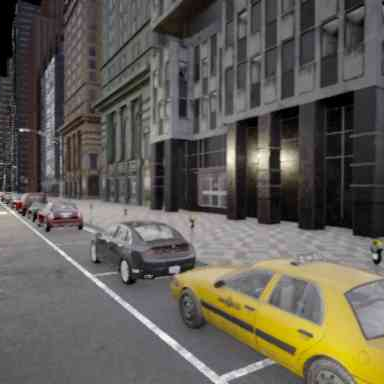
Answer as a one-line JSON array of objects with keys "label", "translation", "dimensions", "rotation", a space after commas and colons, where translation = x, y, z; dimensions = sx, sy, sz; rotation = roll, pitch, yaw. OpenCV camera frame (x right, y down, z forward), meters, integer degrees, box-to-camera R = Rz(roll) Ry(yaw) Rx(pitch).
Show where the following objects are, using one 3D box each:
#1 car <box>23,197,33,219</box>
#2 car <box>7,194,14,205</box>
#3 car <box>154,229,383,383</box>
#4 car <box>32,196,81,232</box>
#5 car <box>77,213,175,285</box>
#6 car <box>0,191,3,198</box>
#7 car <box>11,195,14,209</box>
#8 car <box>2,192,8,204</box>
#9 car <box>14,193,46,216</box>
[{"label": "car", "translation": [-10.511, 1.313, 23.553], "dimensions": [1.947, 1.339, 4.313], "rotation": [0, 1, -32]}, {"label": "car", "translation": [-19.486, 1.153, 37.884], "dimensions": [1.947, 1.339, 4.313], "rotation": [0, 1, -32]}, {"label": "car", "translation": [1.363, 1.486, 4.590], "dimensions": [1.752, 1.417, 4.829], "rotation": [0, 1, -32]}, {"label": "car", "translation": [-7.520, 1.241, 18.775], "dimensions": [1.967, 1.590, 4.097], "rotation": [0, 1, -32]}, {"label": "car", "translation": [-1.538, 1.459, 9.223], "dimensions": [2.008, 1.369, 4.403], "rotation": [0, 1, -32]}, {"label": "car", "translation": [-31.451, 0.941, 56.990], "dimensions": [1.947, 1.339, 4.313], "rotation": [0, 1, -32]}, {"label": "car", "translation": [-16.494, 1.185, 33.107], "dimensions": [1.887, 1.381, 4.507], "rotation": [0, 1, -32]}, {"label": "car", "translation": [-25.468, 0.920, 47.435], "dimensions": [1.967, 1.590, 4.097], "rotation": [0, 1, -32]}, {"label": "car", "translation": [-13.503, 1.009, 28.327], "dimensions": [2.192, 1.841, 5.009], "rotation": [0, 1, -32]}]
